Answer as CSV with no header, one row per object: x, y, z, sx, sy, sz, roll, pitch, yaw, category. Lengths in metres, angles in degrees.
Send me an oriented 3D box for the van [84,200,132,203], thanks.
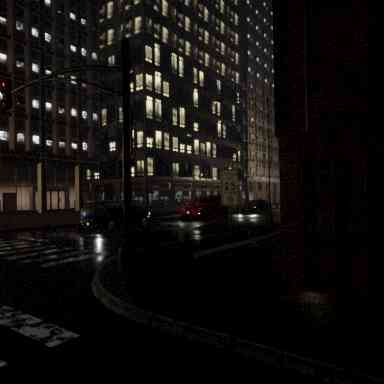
-5.953,1.460,23.433,1.690,1.788,3.998,-2,-1,36,van

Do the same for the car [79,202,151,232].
-4.606,1.571,20.901,1.837,1.490,4.892,-1,-1,33,car

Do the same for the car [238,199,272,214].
7.284,1.584,37.456,1.882,1.535,5.008,-1,-1,36,car

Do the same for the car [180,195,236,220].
1.281,1.307,29.092,2.150,2.045,5.566,-1,-1,36,car

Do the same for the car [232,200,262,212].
6.873,1.689,41.349,1.752,1.417,4.829,-2,-1,36,car
